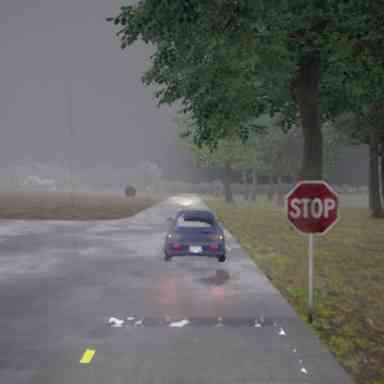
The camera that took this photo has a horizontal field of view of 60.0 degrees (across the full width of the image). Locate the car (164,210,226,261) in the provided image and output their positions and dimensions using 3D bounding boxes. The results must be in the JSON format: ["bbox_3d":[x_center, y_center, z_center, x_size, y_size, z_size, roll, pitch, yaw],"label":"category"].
[{"bbox_3d":[0.095,1.348,11.415,1.812,1.442,4.674,1,1,0],"label":"car"}]
